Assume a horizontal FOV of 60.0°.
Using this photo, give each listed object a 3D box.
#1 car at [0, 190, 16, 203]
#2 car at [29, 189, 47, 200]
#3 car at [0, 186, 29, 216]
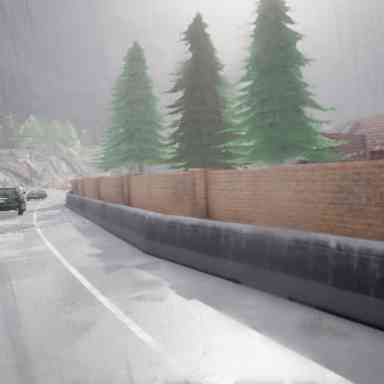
[{"bbox_3d":[-23.143,0.586,40.775,1.994,1.385,4.181,-3,3,-16],"label":"car"},{"bbox_3d":[-20.375,0.350,43.699,1.994,1.385,4.181,-3,3,-15],"label":"car"},{"bbox_3d":[-13.425,0.623,24.153,2.150,2.045,5.566,-4,3,-24],"label":"car"}]
